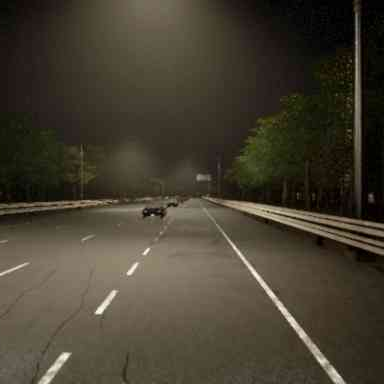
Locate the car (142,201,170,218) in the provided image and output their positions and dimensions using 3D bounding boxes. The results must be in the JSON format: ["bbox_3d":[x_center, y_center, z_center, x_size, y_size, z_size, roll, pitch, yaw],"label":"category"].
[{"bbox_3d":[-3.452,1.764,31.403,1.895,1.301,4.718,0,-1,0],"label":"car"}]

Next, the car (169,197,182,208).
[{"bbox_3d":[-3.323,2.051,58.391,1.895,1.301,4.718,0,-1,0],"label":"car"}]

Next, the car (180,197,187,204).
[{"bbox_3d":[-3.093,2.138,87.519,2.097,1.767,4.553,0,-1,1],"label":"car"}]
